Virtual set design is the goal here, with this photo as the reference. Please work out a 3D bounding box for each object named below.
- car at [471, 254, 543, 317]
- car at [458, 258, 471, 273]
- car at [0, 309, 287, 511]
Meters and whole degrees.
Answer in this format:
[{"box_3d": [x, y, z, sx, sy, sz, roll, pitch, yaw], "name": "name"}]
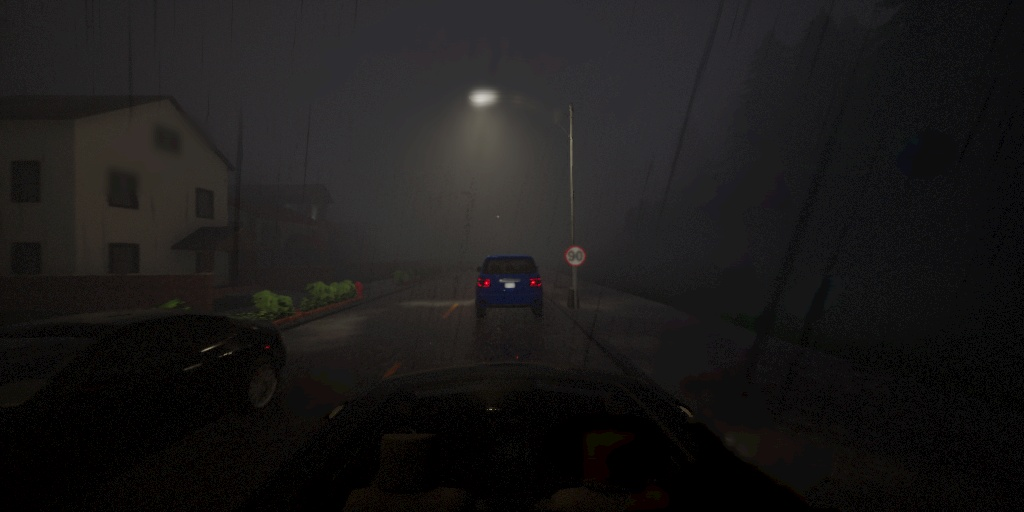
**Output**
[{"box_3d": [-0.130, 0.968, 13.333, 2.150, 2.045, 5.566, -1, 0, -2], "name": "car"}, {"box_3d": [-5.081, 1.328, 44.608, 2.033, 1.411, 5.357, -1, 0, -1], "name": "car"}, {"box_3d": [-4.103, 1.313, 3.354, 1.812, 1.442, 4.674, -1, 0, -1], "name": "car"}]
